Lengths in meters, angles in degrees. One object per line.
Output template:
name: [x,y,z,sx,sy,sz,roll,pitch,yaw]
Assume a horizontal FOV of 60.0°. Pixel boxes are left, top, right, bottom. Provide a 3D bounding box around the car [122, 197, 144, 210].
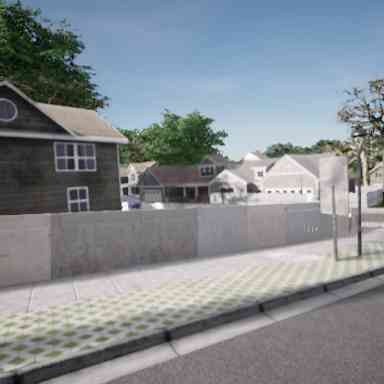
car: [-8.108,1.378,42.642,1.882,1.535,5.008,-5,4,-44]
